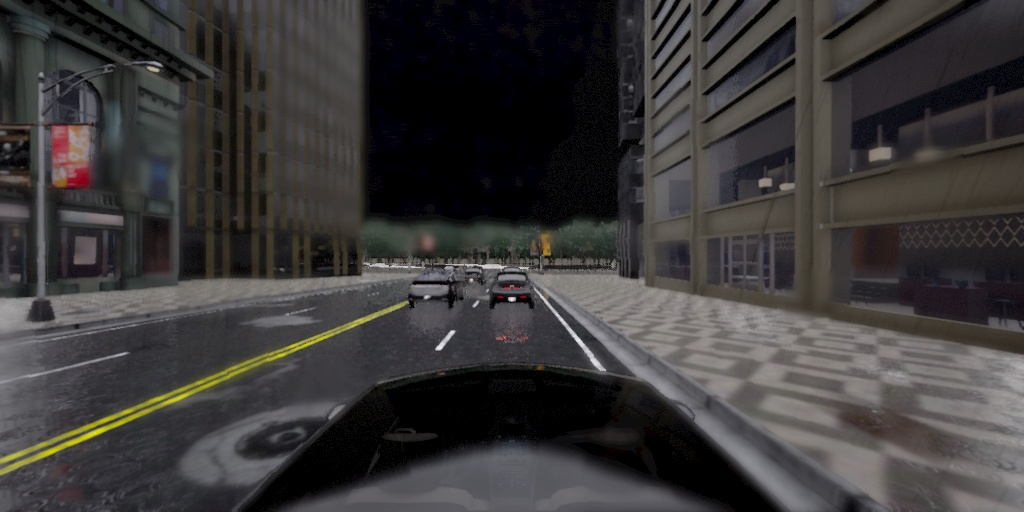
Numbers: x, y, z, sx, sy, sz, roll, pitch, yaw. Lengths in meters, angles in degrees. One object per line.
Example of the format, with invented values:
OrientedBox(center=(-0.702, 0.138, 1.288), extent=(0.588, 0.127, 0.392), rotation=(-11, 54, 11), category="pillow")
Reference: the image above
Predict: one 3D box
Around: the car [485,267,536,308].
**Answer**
OrientedBox(center=(0.003, 1.423, 16.154), extent=(1.837, 1.490, 4.892), rotation=(0, 0, 0), category="car")

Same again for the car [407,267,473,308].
OrientedBox(center=(-3.247, 1.407, 16.138), extent=(2.128, 1.511, 4.902), rotation=(0, -1, 0), category="car")

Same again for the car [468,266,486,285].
OrientedBox(center=(-3.247, 1.722, 31.161), extent=(1.837, 1.490, 4.892), rotation=(0, -1, 0), category="car")
